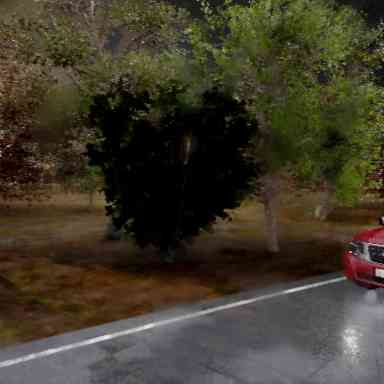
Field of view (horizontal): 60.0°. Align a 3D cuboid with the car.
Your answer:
[{"bbox_3d":[5.974,1.179,7.682,5.566,2.045,2.150,0,0,-31],"label":"car"}]
